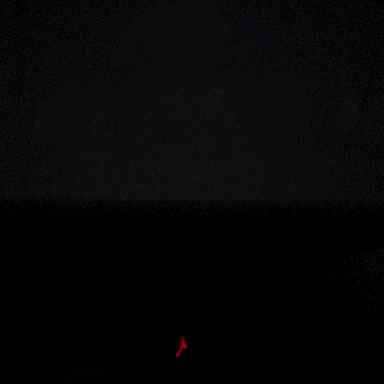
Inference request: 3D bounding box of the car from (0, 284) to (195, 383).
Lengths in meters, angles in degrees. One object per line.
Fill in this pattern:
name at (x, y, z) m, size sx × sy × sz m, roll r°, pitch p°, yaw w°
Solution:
car at (-2.016, 1.564, 2.595) m, size 4.181 × 1.385 × 1.994 m, roll 1°, pitch 0°, yaw -36°
